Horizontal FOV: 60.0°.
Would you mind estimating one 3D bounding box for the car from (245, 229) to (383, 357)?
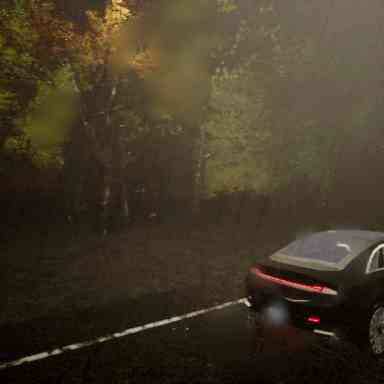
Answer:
[{"bbox_3d":[3.124,1.435,5.972,4.902,1.511,2.128,-1,0,-35],"label":"car"}]
